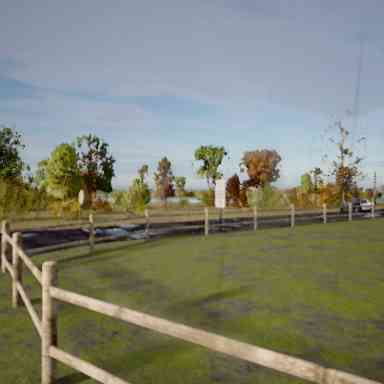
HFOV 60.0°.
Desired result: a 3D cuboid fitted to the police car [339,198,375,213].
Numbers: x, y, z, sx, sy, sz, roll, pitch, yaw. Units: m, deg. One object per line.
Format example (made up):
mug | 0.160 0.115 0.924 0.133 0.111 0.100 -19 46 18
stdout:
police car | 18.383 1.515 37.174 4.974 1.542 2.038 0 0 -37
